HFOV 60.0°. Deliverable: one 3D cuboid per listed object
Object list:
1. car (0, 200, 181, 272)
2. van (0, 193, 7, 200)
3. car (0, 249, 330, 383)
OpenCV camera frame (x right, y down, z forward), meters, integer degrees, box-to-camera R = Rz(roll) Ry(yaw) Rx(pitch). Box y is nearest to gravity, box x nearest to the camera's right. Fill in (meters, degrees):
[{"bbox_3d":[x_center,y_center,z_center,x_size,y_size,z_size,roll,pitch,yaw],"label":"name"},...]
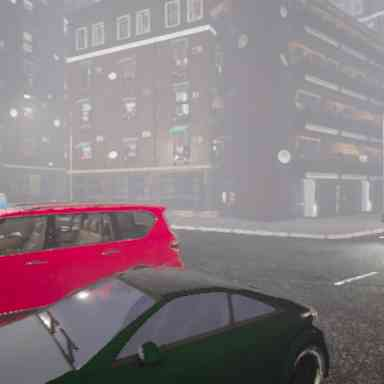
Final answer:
[{"bbox_3d":[-2.773,1.226,5.720,5.566,2.045,2.150,0,0,-36],"label":"car"},{"bbox_3d":[-14.676,0.904,23.112,3.998,1.788,1.690,1,0,26],"label":"van"},{"bbox_3d":[-0.494,1.567,3.366,4.181,1.385,1.994,0,0,-36],"label":"car"}]
